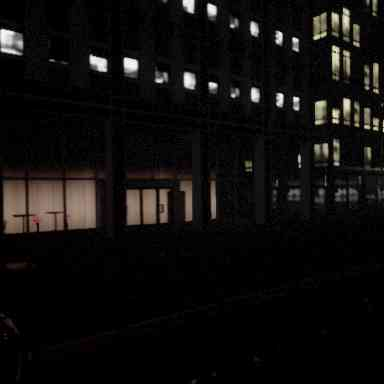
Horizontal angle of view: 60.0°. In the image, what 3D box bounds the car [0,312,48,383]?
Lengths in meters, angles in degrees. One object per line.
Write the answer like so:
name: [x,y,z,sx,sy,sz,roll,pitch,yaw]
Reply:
car: [-2.926,1.366,1.292,4.553,1.767,2.097,-1,0,-36]
